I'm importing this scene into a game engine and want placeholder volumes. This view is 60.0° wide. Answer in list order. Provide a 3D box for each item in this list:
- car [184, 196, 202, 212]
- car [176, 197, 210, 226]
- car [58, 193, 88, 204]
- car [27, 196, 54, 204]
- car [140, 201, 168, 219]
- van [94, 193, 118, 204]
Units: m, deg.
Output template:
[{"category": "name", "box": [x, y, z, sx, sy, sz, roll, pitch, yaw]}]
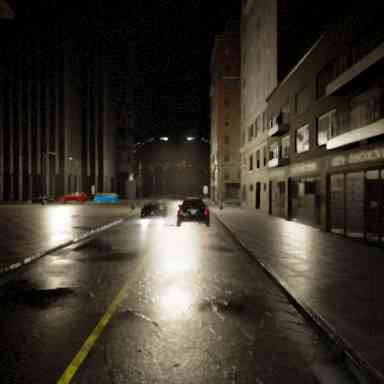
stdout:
[{"category": "car", "box": [0.067, 1.285, 36.566, 1.882, 1.535, 5.008, 0, 0, 0]}, {"category": "car", "box": [0.082, 1.228, 22.330, 2.097, 1.767, 4.553, 0, 0, 0]}, {"category": "car", "box": [-20.414, 1.065, 57.281, 5.009, 1.841, 2.192, 0, 0, -1]}, {"category": "car", "box": [-26.054, 1.313, 57.192, 4.313, 1.339, 1.947, 0, 0, -1]}, {"category": "car", "box": [-3.039, 1.414, 27.549, 1.994, 1.385, 4.181, 0, 0, 0]}, {"category": "van", "box": [-14.774, 1.092, 57.372, 3.998, 1.788, 1.690, 0, 0, -1]}]
